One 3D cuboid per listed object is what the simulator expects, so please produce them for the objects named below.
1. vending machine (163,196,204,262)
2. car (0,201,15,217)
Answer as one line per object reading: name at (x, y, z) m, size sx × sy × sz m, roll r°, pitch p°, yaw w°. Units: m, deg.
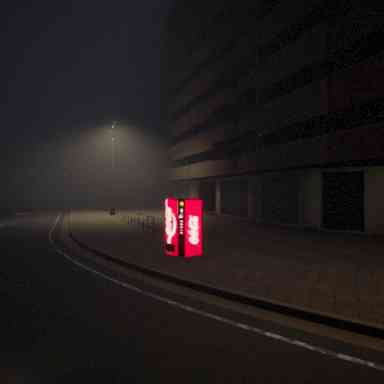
vending machine at (-0.287, 1.195, 11.318) m, size 1.100 × 2.100 × 0.880 m, roll 0°, pitch 0°, yaw -39°
car at (-17.848, 1.526, 31.055) m, size 1.812 × 1.442 × 4.674 m, roll 0°, pitch 0°, yaw -20°
